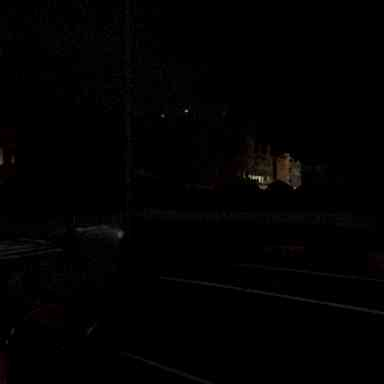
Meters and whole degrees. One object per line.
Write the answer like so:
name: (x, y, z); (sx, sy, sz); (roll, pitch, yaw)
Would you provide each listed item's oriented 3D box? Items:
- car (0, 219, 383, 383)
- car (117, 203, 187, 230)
car: (0.605, 1.317, 2.392); (5.009, 1.841, 2.192); (0, -1, 36)
car: (-2.615, 1.570, 23.039); (1.882, 1.535, 5.008); (-1, -1, 35)
